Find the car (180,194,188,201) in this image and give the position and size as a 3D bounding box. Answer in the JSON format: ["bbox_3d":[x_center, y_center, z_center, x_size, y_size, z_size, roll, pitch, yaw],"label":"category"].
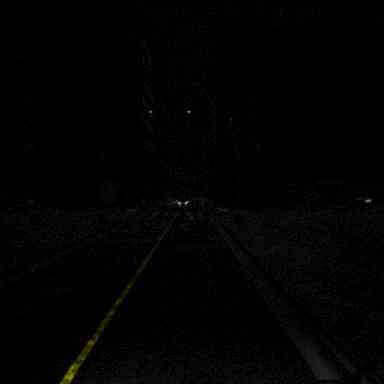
[{"bbox_3d":[-2.160,1.549,91.809,2.097,1.767,4.553,0,0,0],"label":"car"}]

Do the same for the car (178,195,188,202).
[{"bbox_3d":[-2.208,1.646,79.020,1.837,1.490,4.892,0,0,0],"label":"car"}]
